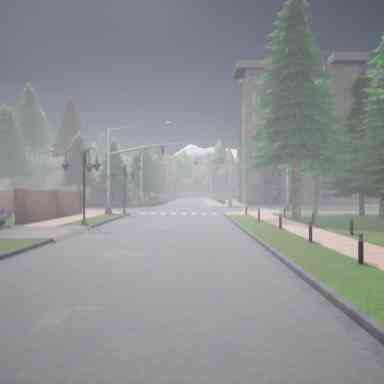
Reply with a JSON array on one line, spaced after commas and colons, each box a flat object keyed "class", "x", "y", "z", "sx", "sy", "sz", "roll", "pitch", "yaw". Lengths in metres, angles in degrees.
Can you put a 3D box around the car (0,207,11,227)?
[{"class": "car", "x": -12.680, "y": 1.130, "z": 18.434, "sx": 4.605, "sy": 1.855, "sz": 1.932, "roll": 0, "pitch": 0, "yaw": 0}]
